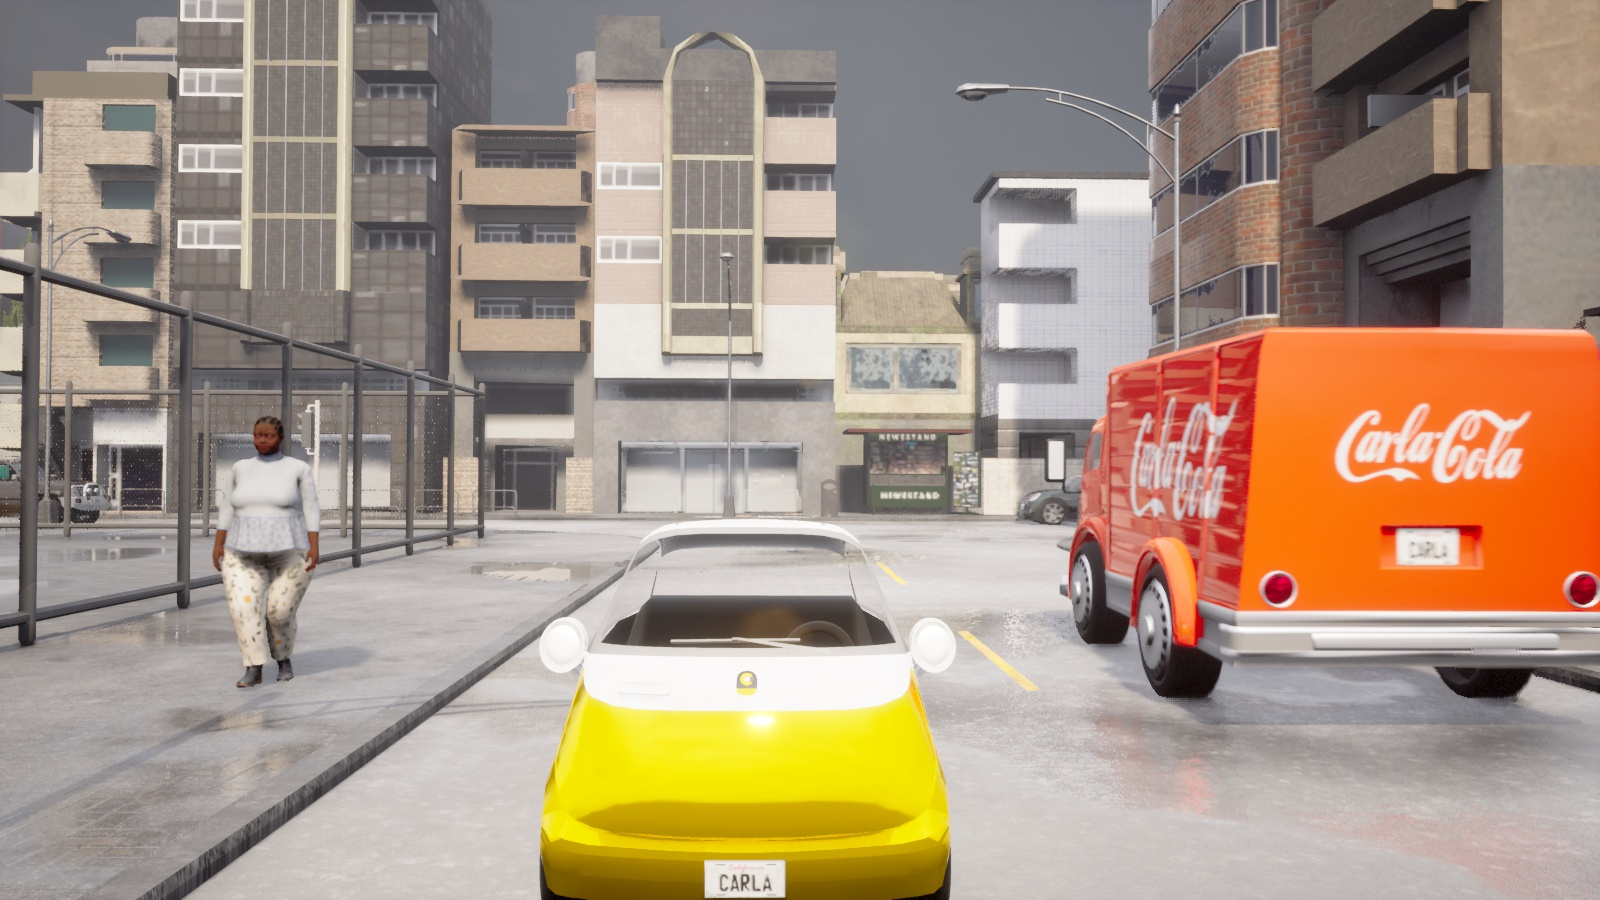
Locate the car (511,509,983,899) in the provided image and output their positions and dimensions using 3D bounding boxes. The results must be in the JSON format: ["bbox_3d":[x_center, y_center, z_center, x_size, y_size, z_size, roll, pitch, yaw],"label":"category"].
[{"bbox_3d":[-0.190,0.955,5.061,1.481,1.376,2.207,0,-1,-1],"label":"car"}]

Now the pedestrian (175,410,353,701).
[{"bbox_3d":[-3.594,0.681,8.506,0.874,1.855,0.900,0,-1,-5],"label":"pedestrian"}]

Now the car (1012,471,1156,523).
[{"bbox_3d":[8.391,1.372,37.347,3.806,1.475,1.970,0,-1,-2],"label":"car"}]

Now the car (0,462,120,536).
[{"bbox_3d":[-20.481,1.259,32.573,4.605,1.855,1.932,0,-1,-1],"label":"car"}]

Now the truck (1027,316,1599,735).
[{"bbox_3d":[3.670,0.482,10.050,2.627,2.467,5.204,0,-1,-2],"label":"truck"}]
